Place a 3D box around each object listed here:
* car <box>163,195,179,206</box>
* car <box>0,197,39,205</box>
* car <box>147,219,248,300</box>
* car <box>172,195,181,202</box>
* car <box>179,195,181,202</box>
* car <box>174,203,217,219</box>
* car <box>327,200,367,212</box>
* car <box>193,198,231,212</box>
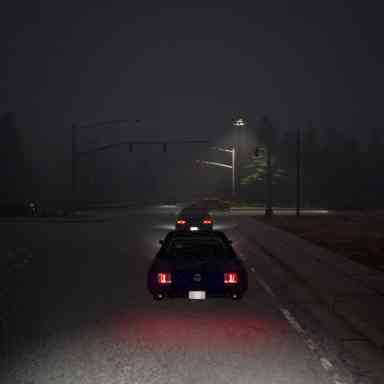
[{"bbox_3d":[-3.591,1.528,54.541,1.994,1.385,4.181,0,0,0],"label":"car"},{"bbox_3d":[-18.340,1.363,34.987,4.553,1.767,2.097,0,0,1],"label":"car"},{"bbox_3d":[0.099,1.596,8.299,1.895,1.301,4.718,0,0,0],"label":"car"},{"bbox_3d":[-3.418,1.428,74.114,1.882,1.535,5.008,0,0,1],"label":"car"},{"bbox_3d":[-3.548,1.522,63.809,1.994,1.385,4.181,0,0,1],"label":"car"},{"bbox_3d":[0.100,1.511,17.354,1.812,1.442,4.674,0,0,0],"label":"car"},{"bbox_3d":[17.694,1.558,38.037,4.181,1.385,1.994,0,0,1],"label":"car"},{"bbox_3d":[1.922,1.467,38.323,5.008,1.535,1.882,0,0,1],"label":"car"}]
